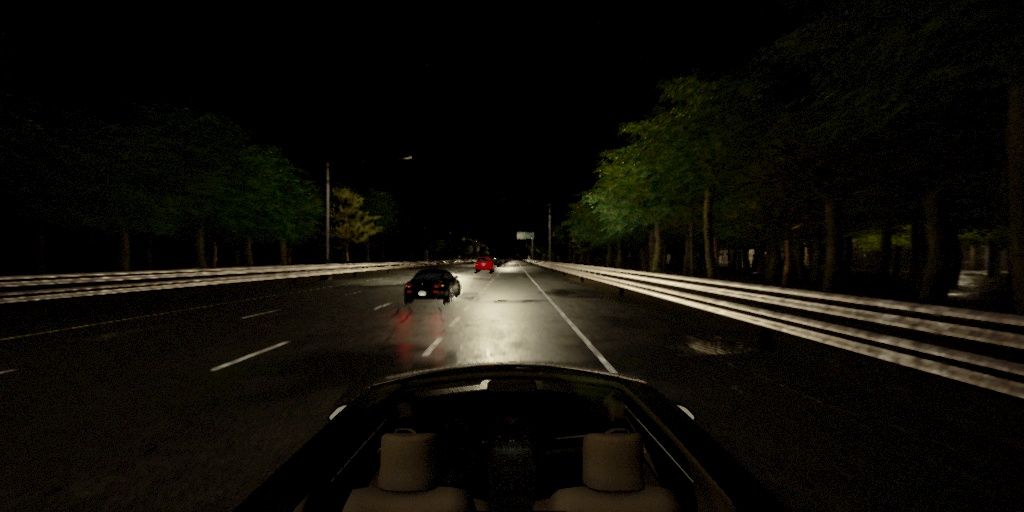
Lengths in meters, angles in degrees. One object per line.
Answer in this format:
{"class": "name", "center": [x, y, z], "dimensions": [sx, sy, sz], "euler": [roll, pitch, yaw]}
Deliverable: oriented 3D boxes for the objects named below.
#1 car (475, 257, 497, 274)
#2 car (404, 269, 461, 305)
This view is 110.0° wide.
{"class": "car", "center": [-3.397, 1.163, 45.462], "dimensions": [2.150, 2.045, 5.566], "euler": [0, 0, 0]}
{"class": "car", "center": [-3.488, 1.313, 16.247], "dimensions": [1.812, 1.442, 4.674], "euler": [0, 0, 0]}
